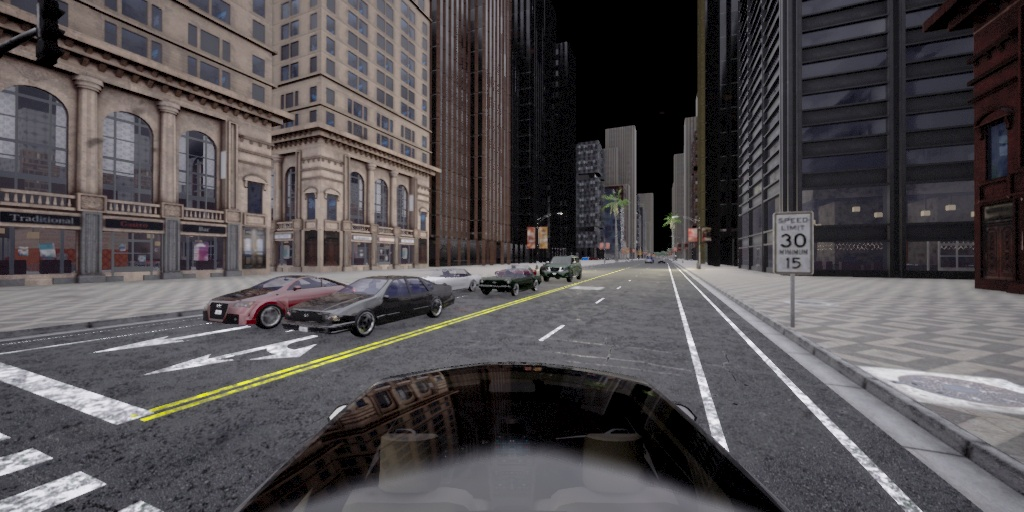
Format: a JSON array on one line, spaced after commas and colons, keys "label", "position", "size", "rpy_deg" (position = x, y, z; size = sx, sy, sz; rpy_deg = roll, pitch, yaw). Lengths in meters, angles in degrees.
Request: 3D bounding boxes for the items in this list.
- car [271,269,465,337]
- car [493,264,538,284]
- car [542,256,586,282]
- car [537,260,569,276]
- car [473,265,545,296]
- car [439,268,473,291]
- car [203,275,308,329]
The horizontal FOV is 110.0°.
[{"label": "car", "position": [-3.771, 1.299, 10.725], "size": [2.033, 1.411, 5.357], "rpy_deg": [0, 0, 23]}, {"label": "car", "position": [0.359, 1.362, 28.577], "size": [1.895, 1.301, 4.718], "rpy_deg": [0, 0, 23]}, {"label": "car", "position": [4.237, 0.984, 29.363], "size": [2.150, 2.045, 5.566], "rpy_deg": [0, 0, 23]}, {"label": "car", "position": [4.420, 1.248, 37.940], "size": [1.882, 1.535, 5.008], "rpy_deg": [0, 0, 24]}, {"label": "car", "position": [0.013, 1.356, 19.536], "size": [1.895, 1.301, 4.718], "rpy_deg": [0, 0, 23]}, {"label": "car", "position": [-3.574, 1.356, 19.425], "size": [1.895, 1.301, 4.718], "rpy_deg": [0, 0, 23]}, {"label": "car", "position": [-7.026, 1.315, 11.372], "size": [1.994, 1.385, 4.181], "rpy_deg": [0, 0, 23]}]
